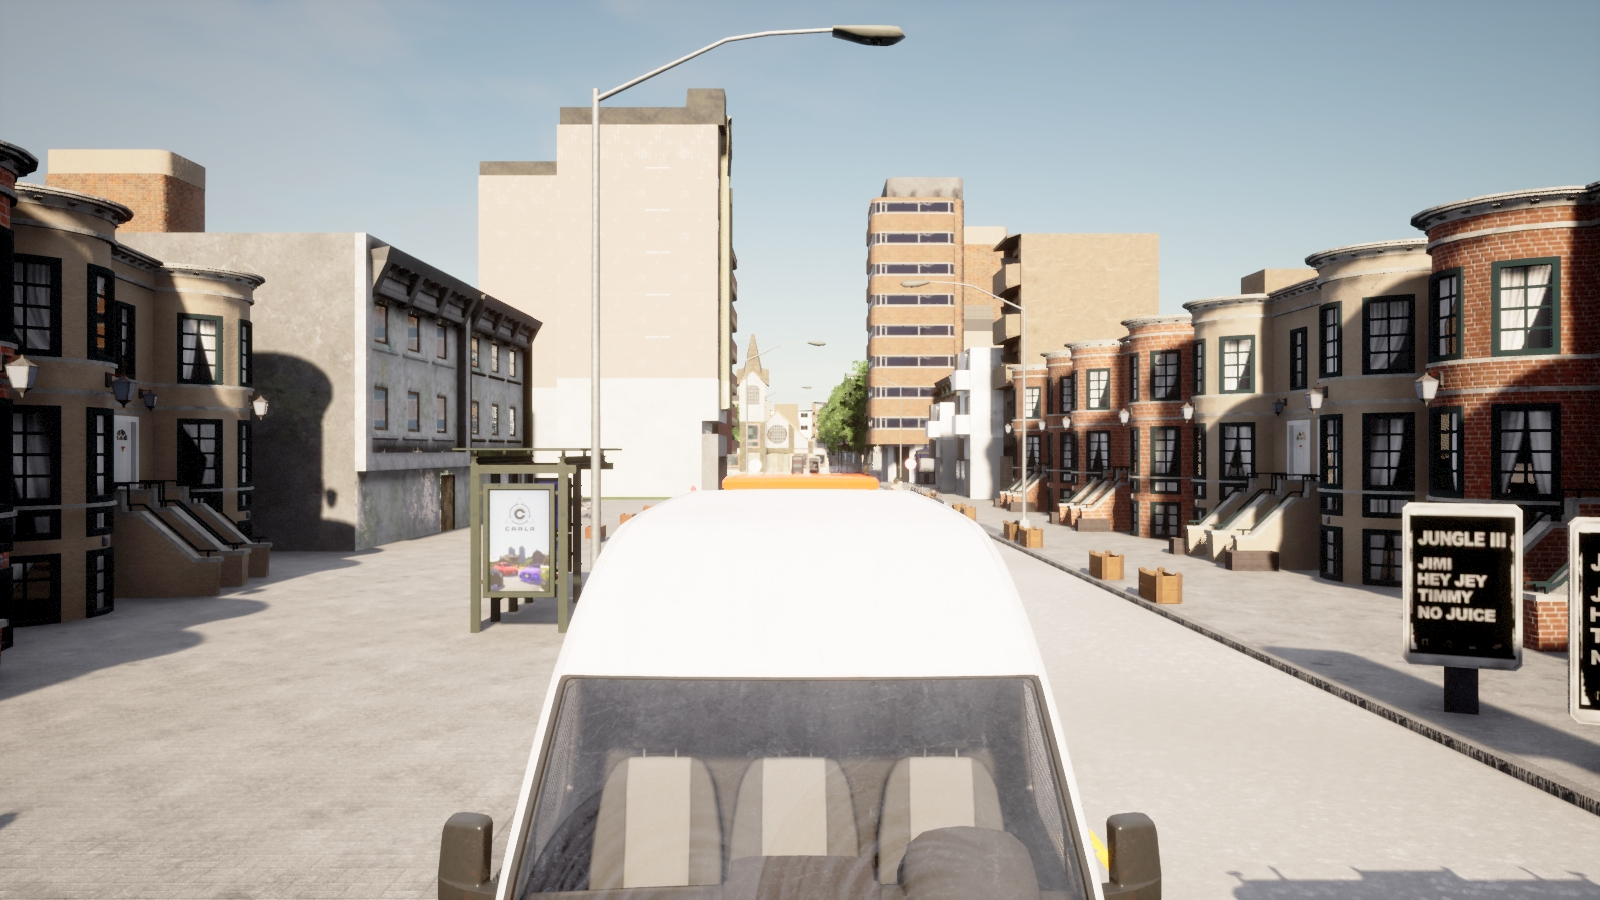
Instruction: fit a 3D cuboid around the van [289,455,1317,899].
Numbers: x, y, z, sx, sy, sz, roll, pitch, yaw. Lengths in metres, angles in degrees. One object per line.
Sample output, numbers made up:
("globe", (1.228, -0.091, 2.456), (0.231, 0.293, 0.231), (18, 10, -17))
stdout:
("van", (0.007, 1.317, 5.167), (1.988, 2.561, 5.915), (0, 0, 0))
